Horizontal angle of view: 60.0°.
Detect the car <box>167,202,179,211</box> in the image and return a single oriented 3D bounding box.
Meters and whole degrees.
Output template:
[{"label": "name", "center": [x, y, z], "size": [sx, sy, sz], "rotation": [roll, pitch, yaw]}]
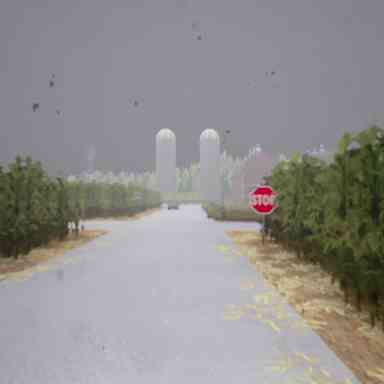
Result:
[{"label": "car", "center": [-3.105, 2.417, 55.728], "size": [2.033, 1.411, 5.357], "rotation": [0, -1, 0]}]
